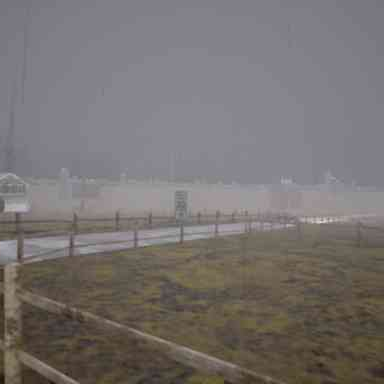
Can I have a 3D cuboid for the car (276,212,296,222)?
[{"bbox_3d":[14.243,3.740,49.883,1.895,1.301,4.718,1,-2,35],"label":"car"}]
